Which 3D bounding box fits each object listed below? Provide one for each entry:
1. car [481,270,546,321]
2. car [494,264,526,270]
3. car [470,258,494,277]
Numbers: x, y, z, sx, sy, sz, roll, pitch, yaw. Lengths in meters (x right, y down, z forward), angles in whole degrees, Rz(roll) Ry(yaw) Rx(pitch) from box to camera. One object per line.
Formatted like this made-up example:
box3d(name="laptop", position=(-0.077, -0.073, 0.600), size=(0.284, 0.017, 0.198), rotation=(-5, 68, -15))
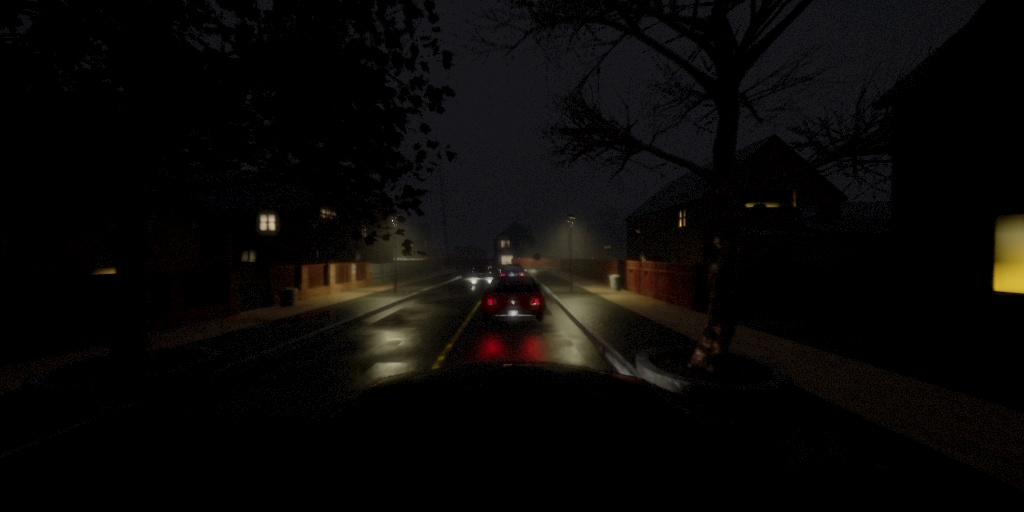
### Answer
box3d(name="car", position=(0.058, 1.324, 12.334), size=(1.895, 1.301, 4.718), rotation=(0, 0, 0))
box3d(name="car", position=(0.046, 1.264, 25.853), size=(2.033, 1.411, 5.357), rotation=(0, 0, 0))
box3d(name="car", position=(-2.818, 1.081, 35.206), size=(2.097, 1.767, 4.553), rotation=(0, 0, 0))
